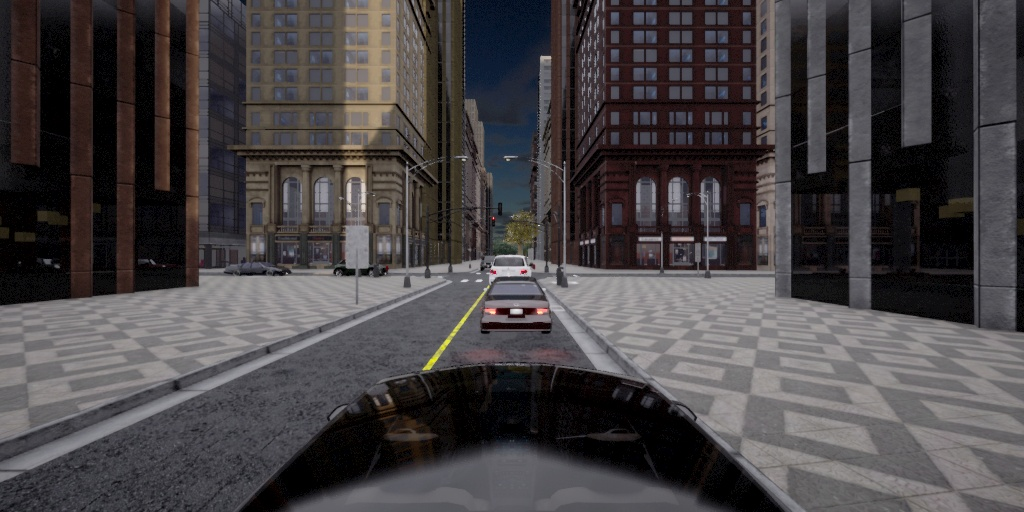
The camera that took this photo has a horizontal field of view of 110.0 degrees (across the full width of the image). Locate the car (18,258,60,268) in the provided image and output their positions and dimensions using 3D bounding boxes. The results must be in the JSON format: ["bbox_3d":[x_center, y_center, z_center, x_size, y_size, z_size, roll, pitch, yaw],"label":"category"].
[{"bbox_3d":[-43.166,0.979,33.351,4.553,1.767,2.097,0,0,0],"label":"car"}]

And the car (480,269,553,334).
[{"bbox_3d":[0.089,1.297,10.594,2.033,1.411,5.357,0,0,0],"label":"car"}]

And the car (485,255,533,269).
[{"bbox_3d":[0.013,0.971,20.839,2.150,2.045,5.566,0,0,4],"label":"car"}]

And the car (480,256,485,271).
[{"bbox_3d":[-3.139,0.969,49.469,2.150,2.045,5.566,0,0,-1],"label":"car"}]

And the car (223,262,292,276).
[{"bbox_3d":[-23.577,1.220,33.315,5.357,1.411,2.033,0,0,0],"label":"car"}]

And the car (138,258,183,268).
[{"bbox_3d":[-33.364,1.000,33.322,4.553,1.767,2.097,0,0,0],"label":"car"}]

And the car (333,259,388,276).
[{"bbox_3d":[-13.996,1.052,33.323,4.553,1.767,2.097,0,0,0],"label":"car"}]
